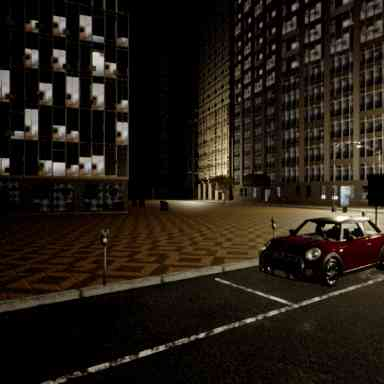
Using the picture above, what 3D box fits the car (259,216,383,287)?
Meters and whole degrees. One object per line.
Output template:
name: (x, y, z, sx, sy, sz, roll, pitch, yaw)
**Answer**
car: (3.741, 1.439, 9.234, 4.097, 1.590, 1.967, 0, 0, -36)
